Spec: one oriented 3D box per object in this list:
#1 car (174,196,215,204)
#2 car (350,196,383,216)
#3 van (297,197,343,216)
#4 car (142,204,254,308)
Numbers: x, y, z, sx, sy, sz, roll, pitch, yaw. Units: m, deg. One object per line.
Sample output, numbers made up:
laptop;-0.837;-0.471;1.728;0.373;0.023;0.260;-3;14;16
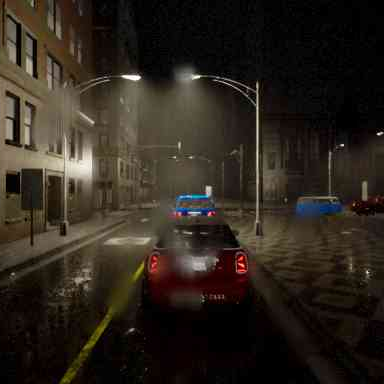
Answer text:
car;0.118;1.207;17.932;2.150;2.045;5.566;0;0;0
car;17.398;1.322;30.900;5.009;1.841;2.192;0;0;-1
van;11.757;1.349;30.819;3.998;1.788;1.690;0;0;-1
car;0.109;1.346;8.075;2.097;1.767;4.553;0;0;0
